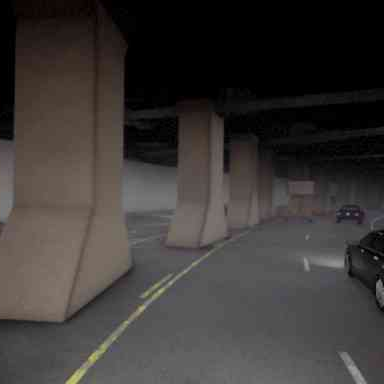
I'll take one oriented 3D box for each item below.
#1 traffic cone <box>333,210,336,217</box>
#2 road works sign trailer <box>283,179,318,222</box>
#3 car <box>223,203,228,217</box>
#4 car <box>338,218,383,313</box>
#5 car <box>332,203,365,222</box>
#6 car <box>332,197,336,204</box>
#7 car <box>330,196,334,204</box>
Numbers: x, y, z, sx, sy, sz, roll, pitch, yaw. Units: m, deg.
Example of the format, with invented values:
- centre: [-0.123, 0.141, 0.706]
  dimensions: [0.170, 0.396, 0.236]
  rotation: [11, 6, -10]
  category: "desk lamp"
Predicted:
- centre: [14.544, 2.258, 33.949]
  dimensions: [0.340, 0.580, 0.340]
  rotation: [1, 0, 33]
  category: "traffic cone"
- centre: [9.486, 0.679, 28.913]
  dimensions: [2.380, 3.560, 2.880]
  rotation: [1, 0, 33]
  category: "road works sign trailer"
- centre: [2.481, 1.717, 30.354]
  dimensions: [1.895, 1.301, 4.718]
  rotation: [1, 0, 29]
  category: "car"
- centre: [4.844, 1.596, 7.560]
  dimensions: [1.837, 1.490, 4.892]
  rotation: [0, 0, 14]
  category: "car"
- centre: [13.542, 1.821, 28.290]
  dimensions: [2.033, 1.411, 5.357]
  rotation: [1, 0, 31]
  category: "car"
- centre: [28.631, 2.154, 62.619]
  dimensions: [1.895, 1.301, 4.718]
  rotation: [1, 0, 43]
  category: "car"
- centre: [26.352, 1.751, 65.299]
  dimensions: [2.150, 2.045, 5.566]
  rotation: [1, 0, 43]
  category: "car"
